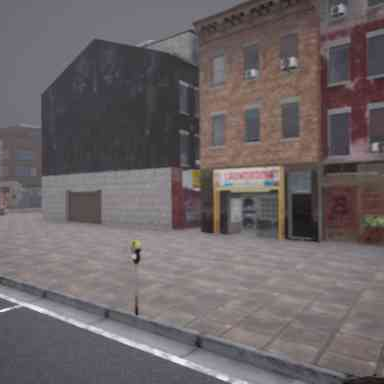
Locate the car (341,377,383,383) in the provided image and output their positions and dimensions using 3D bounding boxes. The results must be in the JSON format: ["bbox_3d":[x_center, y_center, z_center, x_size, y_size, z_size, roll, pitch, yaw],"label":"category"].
[{"bbox_3d":[2.433,1.560,1.081,4.313,1.339,1.947,0,-1,35],"label":"car"}]
